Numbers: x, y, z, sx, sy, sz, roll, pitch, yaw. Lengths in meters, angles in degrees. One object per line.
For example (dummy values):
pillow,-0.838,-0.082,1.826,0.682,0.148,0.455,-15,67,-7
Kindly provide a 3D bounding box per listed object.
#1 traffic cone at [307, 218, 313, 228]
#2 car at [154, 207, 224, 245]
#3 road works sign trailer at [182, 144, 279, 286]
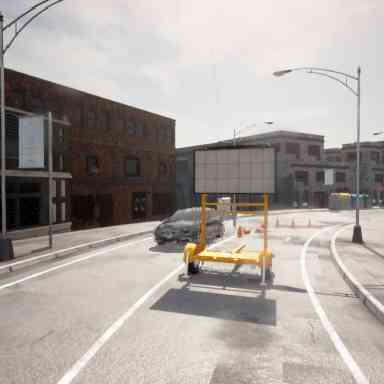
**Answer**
traffic cone,7.481,1.982,21.154,0.340,0.580,0.340,1,0,22
car,0.037,1.485,14.993,1.837,1.490,4.892,0,0,23
road works sign trailer,1.252,0.462,9.677,2.380,3.560,2.880,0,0,20
